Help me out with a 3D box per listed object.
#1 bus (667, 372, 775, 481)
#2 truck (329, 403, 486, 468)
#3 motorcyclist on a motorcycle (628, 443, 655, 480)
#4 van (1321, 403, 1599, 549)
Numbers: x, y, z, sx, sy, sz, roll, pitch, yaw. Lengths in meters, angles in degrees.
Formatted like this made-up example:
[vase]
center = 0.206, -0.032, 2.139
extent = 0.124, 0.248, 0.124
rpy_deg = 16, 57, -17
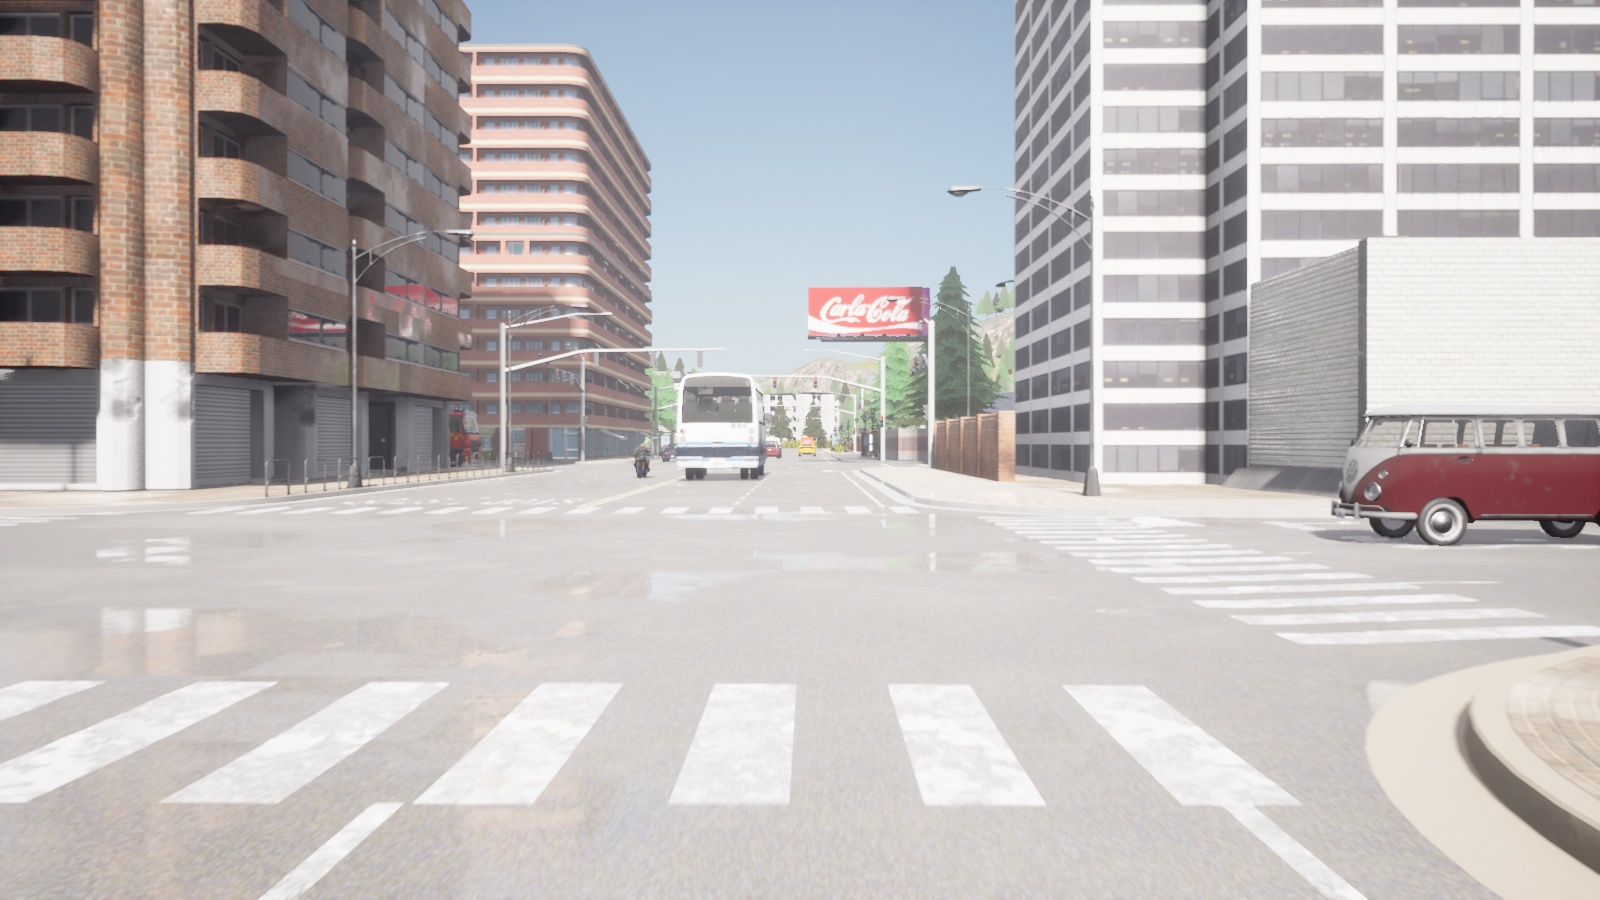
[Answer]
[bus]
center = -3.181, -0.937, 54.035
extent = 3.944, 4.253, 10.273
rpy_deg = 0, 0, 0
[truck]
center = -23.288, -0.858, 74.808
extent = 8.468, 3.827, 2.891
rpy_deg = 0, 0, 1
[motorcyclist on a motorcycle]
center = -6.689, 0.477, 53.105
extent = 0.866, 1.530, 2.191
rpy_deg = 0, 0, 0
[van]
center = 10.082, 0.351, 18.030
extent = 4.442, 1.987, 1.775
rpy_deg = 0, 0, 0
